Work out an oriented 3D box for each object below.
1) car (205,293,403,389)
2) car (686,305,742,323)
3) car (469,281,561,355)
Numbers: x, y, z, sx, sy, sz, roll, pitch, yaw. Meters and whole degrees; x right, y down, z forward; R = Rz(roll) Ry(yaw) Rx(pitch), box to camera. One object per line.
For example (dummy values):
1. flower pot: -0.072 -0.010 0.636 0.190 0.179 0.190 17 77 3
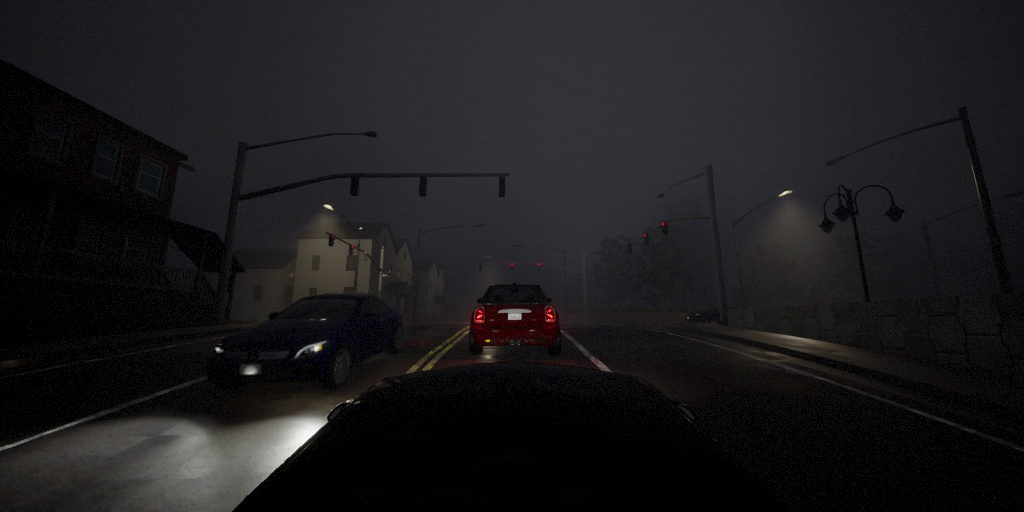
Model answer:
1. car: -3.592 1.488 7.269 1.812 1.442 4.674 0 -5 0
2. car: 16.323 4.619 28.248 4.902 1.511 2.128 0 -10 1
3. car: 0.066 1.563 10.028 2.097 1.767 4.553 -1 -6 0
